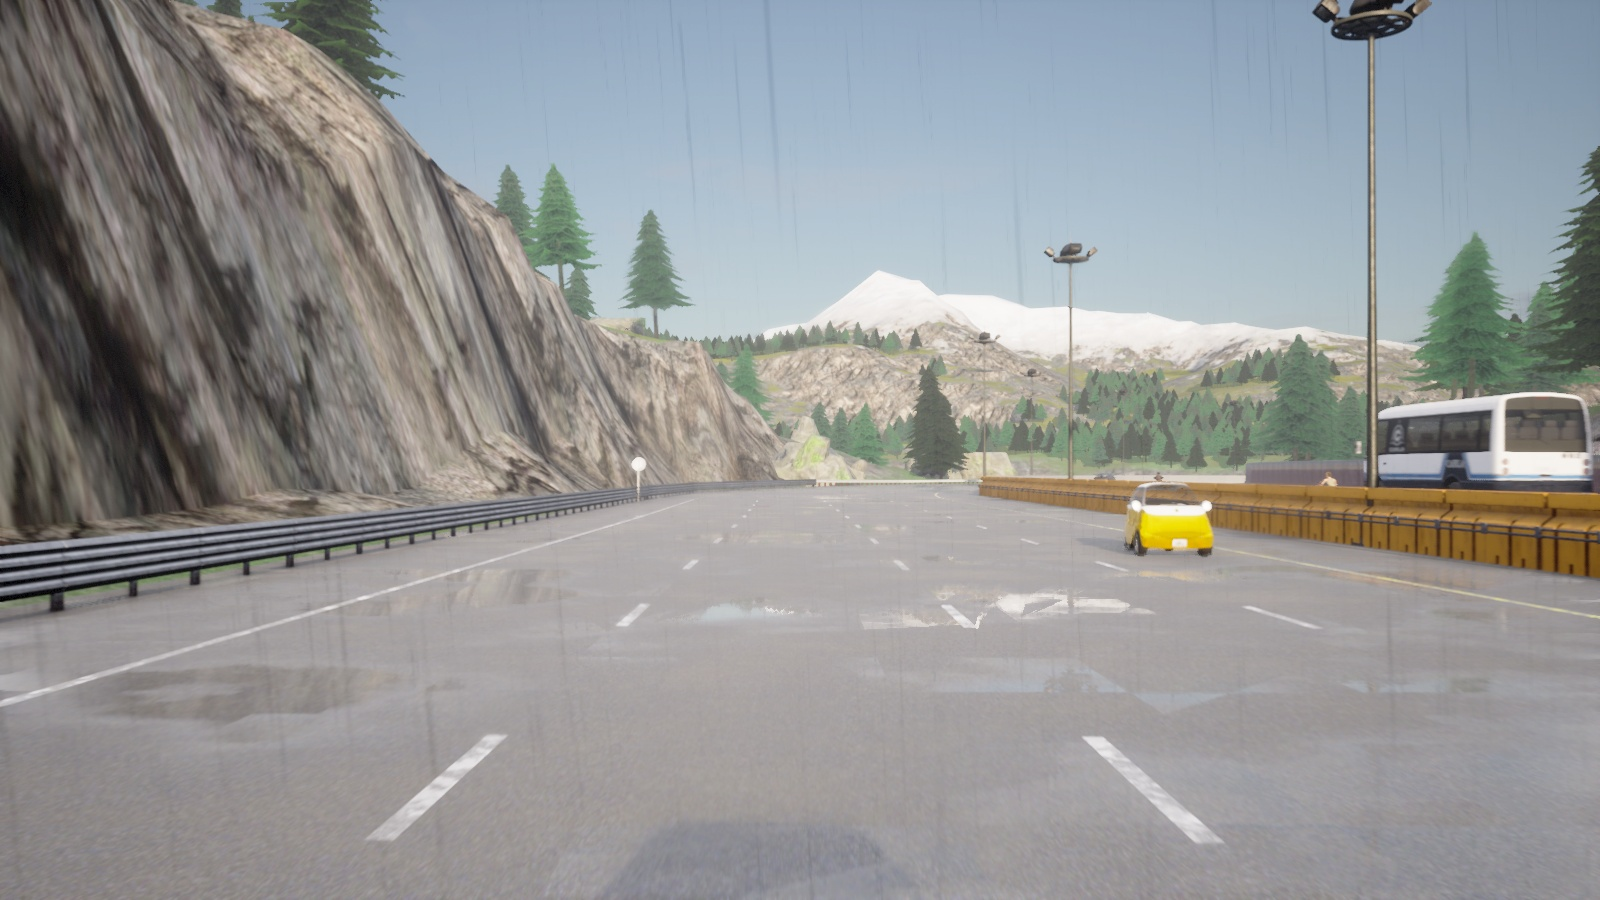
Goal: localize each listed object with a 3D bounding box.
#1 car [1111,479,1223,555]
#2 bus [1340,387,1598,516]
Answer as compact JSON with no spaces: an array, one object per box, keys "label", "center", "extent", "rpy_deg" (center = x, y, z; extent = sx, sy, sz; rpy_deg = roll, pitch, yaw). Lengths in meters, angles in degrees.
[{"label":"car","center":[6.940,1.242,23.932],"extent":[1.481,1.376,2.207],"rpy_deg":[0,-1,0]},{"label":"bus","center":[24.330,0.122,46.661],"extent":[3.944,4.253,10.273],"rpy_deg":[0,-1,-1]}]
